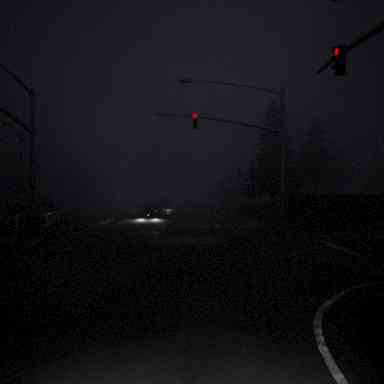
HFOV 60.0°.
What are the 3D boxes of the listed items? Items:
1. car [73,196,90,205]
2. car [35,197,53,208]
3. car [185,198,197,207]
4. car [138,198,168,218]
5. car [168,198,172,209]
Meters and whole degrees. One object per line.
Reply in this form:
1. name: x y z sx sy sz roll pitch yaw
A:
1. car: -17.600 1.374 53.010 1.845 1.501 3.633 0 0 0
2. car: -20.633 1.384 45.611 1.970 1.475 3.806 0 0 0
3. car: -0.139 1.601 51.236 1.895 1.301 4.718 0 0 0
4. car: -3.684 1.547 30.582 2.033 1.411 5.357 0 0 0
5. car: -3.707 1.547 45.198 2.033 1.411 5.357 0 0 0
